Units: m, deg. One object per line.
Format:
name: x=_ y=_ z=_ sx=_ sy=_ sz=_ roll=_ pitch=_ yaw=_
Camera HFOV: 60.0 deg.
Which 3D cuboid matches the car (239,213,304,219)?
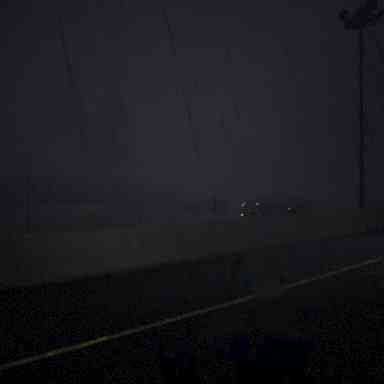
car: x=5.223 y=1.491 z=21.626 sx=4.718 sy=1.301 sz=1.895 roll=-1 pitch=0 yaw=-41
